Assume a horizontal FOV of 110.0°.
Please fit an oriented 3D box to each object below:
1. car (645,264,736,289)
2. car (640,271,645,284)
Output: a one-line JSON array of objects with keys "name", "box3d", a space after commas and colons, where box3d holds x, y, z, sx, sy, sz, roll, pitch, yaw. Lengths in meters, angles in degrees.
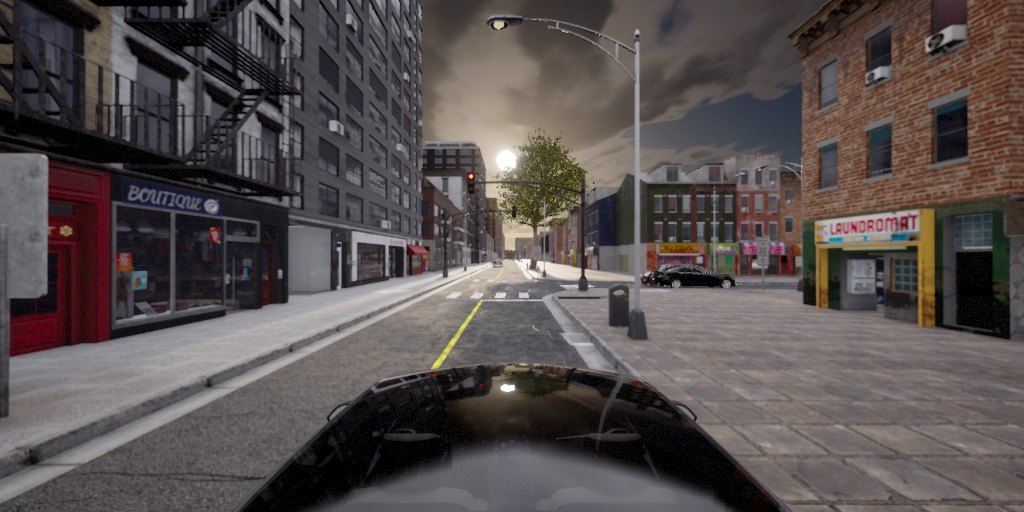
[{"name": "car", "box3d": [11.411, 1.306, 22.690, 5.008, 1.535, 1.882, 0, 0, 0]}, {"name": "car", "box3d": [10.932, 1.273, 25.325, 4.097, 1.591, 1.967, 0, 0, 0]}]
